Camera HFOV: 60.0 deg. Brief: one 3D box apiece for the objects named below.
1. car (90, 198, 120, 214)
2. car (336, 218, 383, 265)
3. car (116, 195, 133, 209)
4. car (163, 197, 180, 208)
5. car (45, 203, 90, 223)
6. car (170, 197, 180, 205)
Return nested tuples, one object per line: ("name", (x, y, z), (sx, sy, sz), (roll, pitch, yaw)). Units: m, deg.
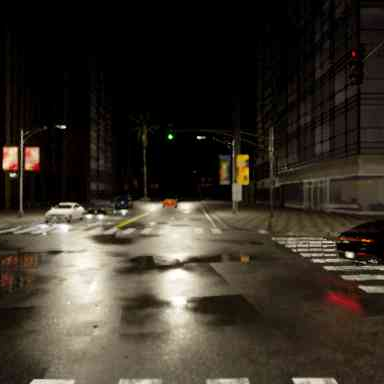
("car", (-9.931, 1.659, 37.033), (2.033, 1.411, 5.357), (0, 0, 0))
("car", (6.727, 1.485, 9.886), (4.892, 1.490, 1.837), (0, -5, -15))
("car", (-9.899, 1.383, 47.741), (2.150, 2.045, 5.566), (0, 0, 0))
("car", (-3.310, 1.539, 51.584), (2.097, 1.767, 4.553), (0, 0, 0))
("car", (-9.928, 1.596, 26.379), (1.812, 1.442, 4.674), (0, 0, 0))
("car", (-3.461, 1.799, 68.088), (1.812, 1.442, 4.674), (0, 0, 0))
